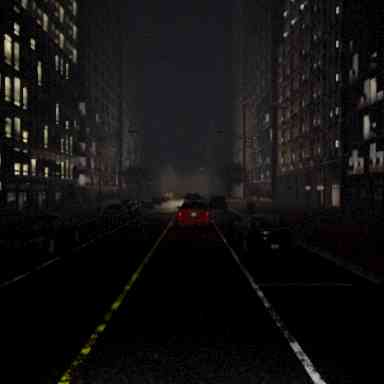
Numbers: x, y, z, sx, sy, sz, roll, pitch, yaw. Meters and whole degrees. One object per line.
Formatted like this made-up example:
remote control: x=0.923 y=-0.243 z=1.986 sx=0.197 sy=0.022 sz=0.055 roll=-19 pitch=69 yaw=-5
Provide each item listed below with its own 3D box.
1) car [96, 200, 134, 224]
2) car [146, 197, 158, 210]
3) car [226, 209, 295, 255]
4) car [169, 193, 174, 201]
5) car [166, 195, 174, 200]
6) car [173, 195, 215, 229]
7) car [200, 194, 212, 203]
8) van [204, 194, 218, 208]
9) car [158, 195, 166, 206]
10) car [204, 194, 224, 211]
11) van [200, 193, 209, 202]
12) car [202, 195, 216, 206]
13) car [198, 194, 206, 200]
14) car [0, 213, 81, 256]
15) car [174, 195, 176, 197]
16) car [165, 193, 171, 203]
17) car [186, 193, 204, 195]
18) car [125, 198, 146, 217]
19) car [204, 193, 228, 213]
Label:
car: x=-5.701 y=1.531 z=24.313 sx=1.802 sy=1.307 sz=4.206 roll=-1 pitch=0 yaw=0
car: x=-5.703 y=1.439 z=41.194 sx=1.752 sy=1.417 sz=4.829 roll=-1 pitch=0 yaw=0
car: x=2.681 y=1.524 z=12.947 sx=2.008 sy=1.369 sz=4.403 roll=-1 pitch=0 yaw=0
car: x=-5.709 y=1.278 z=75.466 sx=1.967 sy=1.590 sz=4.097 roll=-1 pitch=0 yaw=0
car: x=-5.710 y=1.393 z=86.833 sx=1.802 sy=1.307 sz=4.206 roll=-1 pitch=0 yaw=0
car: x=0.098 y=1.308 z=21.166 sx=2.097 sy=1.767 sz=4.553 roll=0 pitch=0 yaw=0
car: x=2.672 y=1.304 z=64.100 sx=1.967 sy=1.590 sz=4.097 roll=-1 pitch=0 yaw=0
van: x=2.674 y=1.243 z=47.048 sx=1.690 sy=1.788 sz=3.998 roll=-1 pitch=0 yaw=0
car: x=-5.705 y=1.455 z=52.731 sx=1.947 sy=1.339 sz=4.313 roll=-1 pitch=0 yaw=0
car: x=2.675 y=1.229 z=41.365 sx=2.192 sy=1.841 sz=5.009 roll=-1 pitch=0 yaw=0
van: x=2.671 y=1.192 z=69.782 sx=1.690 sy=1.788 sz=3.998 roll=-1 pitch=0 yaw=0
car: x=2.675 y=1.329 z=52.732 sx=1.967 sy=1.590 sz=4.097 roll=-1 pitch=0 yaw=0
car: x=2.671 y=1.362 z=86.834 sx=2.008 sy=1.369 sz=4.403 roll=-1 pitch=0 yaw=0
car: x=-5.699 y=1.524 z=12.945 sx=2.008 sy=1.369 sz=4.403 roll=-1 pitch=0 yaw=0
car: x=-5.711 y=1.139 z=81.149 sx=2.192 sy=1.841 sz=5.009 roll=-1 pitch=0 yaw=0
car: x=-5.707 y=1.414 z=64.099 sx=2.008 sy=1.369 sz=4.403 roll=-1 pitch=0 yaw=0
car: x=0.094 y=1.136 z=40.129 sx=2.150 sy=2.045 sz=5.566 roll=0 pitch=0 yaw=0
car: x=-5.703 y=1.378 z=29.996 sx=1.967 sy=1.590 sz=4.097 roll=-1 pitch=0 yaw=0
car: x=2.675 y=1.241 z=35.681 sx=2.192 sy=1.841 sz=5.009 roll=-1 pitch=0 yaw=0
